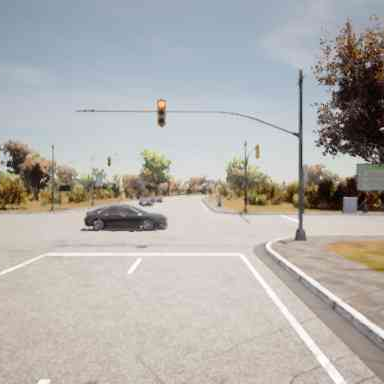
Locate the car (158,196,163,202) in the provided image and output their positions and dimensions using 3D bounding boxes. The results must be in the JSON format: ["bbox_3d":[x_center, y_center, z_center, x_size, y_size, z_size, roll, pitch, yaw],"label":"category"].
[{"bbox_3d":[-6.951,1.483,66.839,2.128,1.511,4.902,0,0,0],"label":"car"}]

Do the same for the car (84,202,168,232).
[{"bbox_3d":[-3.886,1.543,19.772,4.892,1.490,1.837,0,0,3],"label":"car"}]

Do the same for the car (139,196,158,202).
[{"bbox_3d":[-7.034,1.481,51.304,2.128,1.511,4.902,0,0,0],"label":"car"}]
